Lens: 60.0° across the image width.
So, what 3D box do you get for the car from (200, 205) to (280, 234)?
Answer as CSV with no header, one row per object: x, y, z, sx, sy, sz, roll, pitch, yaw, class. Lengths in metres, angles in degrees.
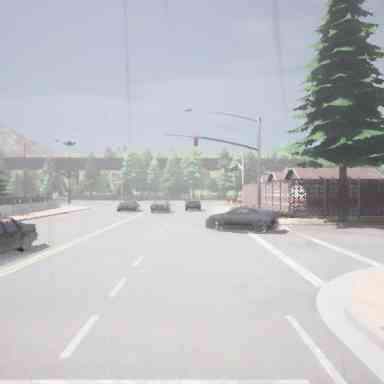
2.914,1.546,19.169,4.181,1.385,1.994,-1,0,29,car

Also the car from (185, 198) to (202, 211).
0.150,1.479,40.047,2.128,1.511,4.902,0,0,1,car

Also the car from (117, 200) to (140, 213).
-7.028,1.553,37.095,1.994,1.385,4.181,0,0,1,car

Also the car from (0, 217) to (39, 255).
-7.092,1.544,11.124,2.033,1.411,5.357,0,0,0,car

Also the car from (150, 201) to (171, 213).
-3.370,1.590,36.467,1.895,1.301,4.718,0,0,0,car
